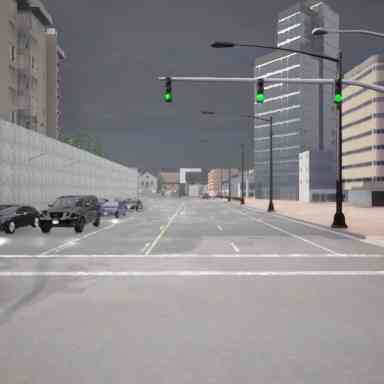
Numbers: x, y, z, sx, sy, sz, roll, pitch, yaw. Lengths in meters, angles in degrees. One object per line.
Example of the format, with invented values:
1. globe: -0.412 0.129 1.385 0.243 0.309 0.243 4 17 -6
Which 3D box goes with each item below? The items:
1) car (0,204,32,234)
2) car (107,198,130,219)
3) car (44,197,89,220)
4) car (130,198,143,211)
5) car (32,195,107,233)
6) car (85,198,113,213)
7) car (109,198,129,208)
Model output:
1. car: -10.612 1.505 19.423 1.837 1.490 4.892 0 0 0
2. car: -7.117 1.526 29.696 1.812 1.442 4.674 0 0 0
3. car: -10.617 1.352 28.491 2.097 1.767 4.553 0 0 0
4. car: -7.115 1.491 40.039 2.128 1.511 4.902 0 0 0
5. car: -7.109 1.221 20.056 2.150 2.045 5.566 0 0 0
6. car: -10.617 1.505 38.309 1.837 1.490 4.892 0 0 0
7. car: -10.586 1.601 48.369 1.895 1.301 4.718 0 0 0
